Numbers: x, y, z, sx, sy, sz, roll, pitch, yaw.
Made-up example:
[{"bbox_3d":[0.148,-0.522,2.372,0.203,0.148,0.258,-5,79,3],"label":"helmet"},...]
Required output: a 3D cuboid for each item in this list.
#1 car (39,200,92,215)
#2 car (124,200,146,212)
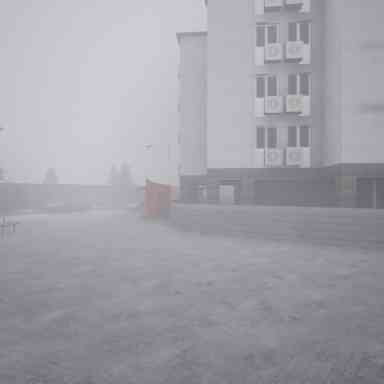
[{"bbox_3d":[-13.091,1.547,34.836,2.033,1.411,5.357,0,0,36],"label":"car"},{"bbox_3d":[-5.468,1.601,38.290,1.895,1.301,4.718,0,0,36],"label":"car"}]
